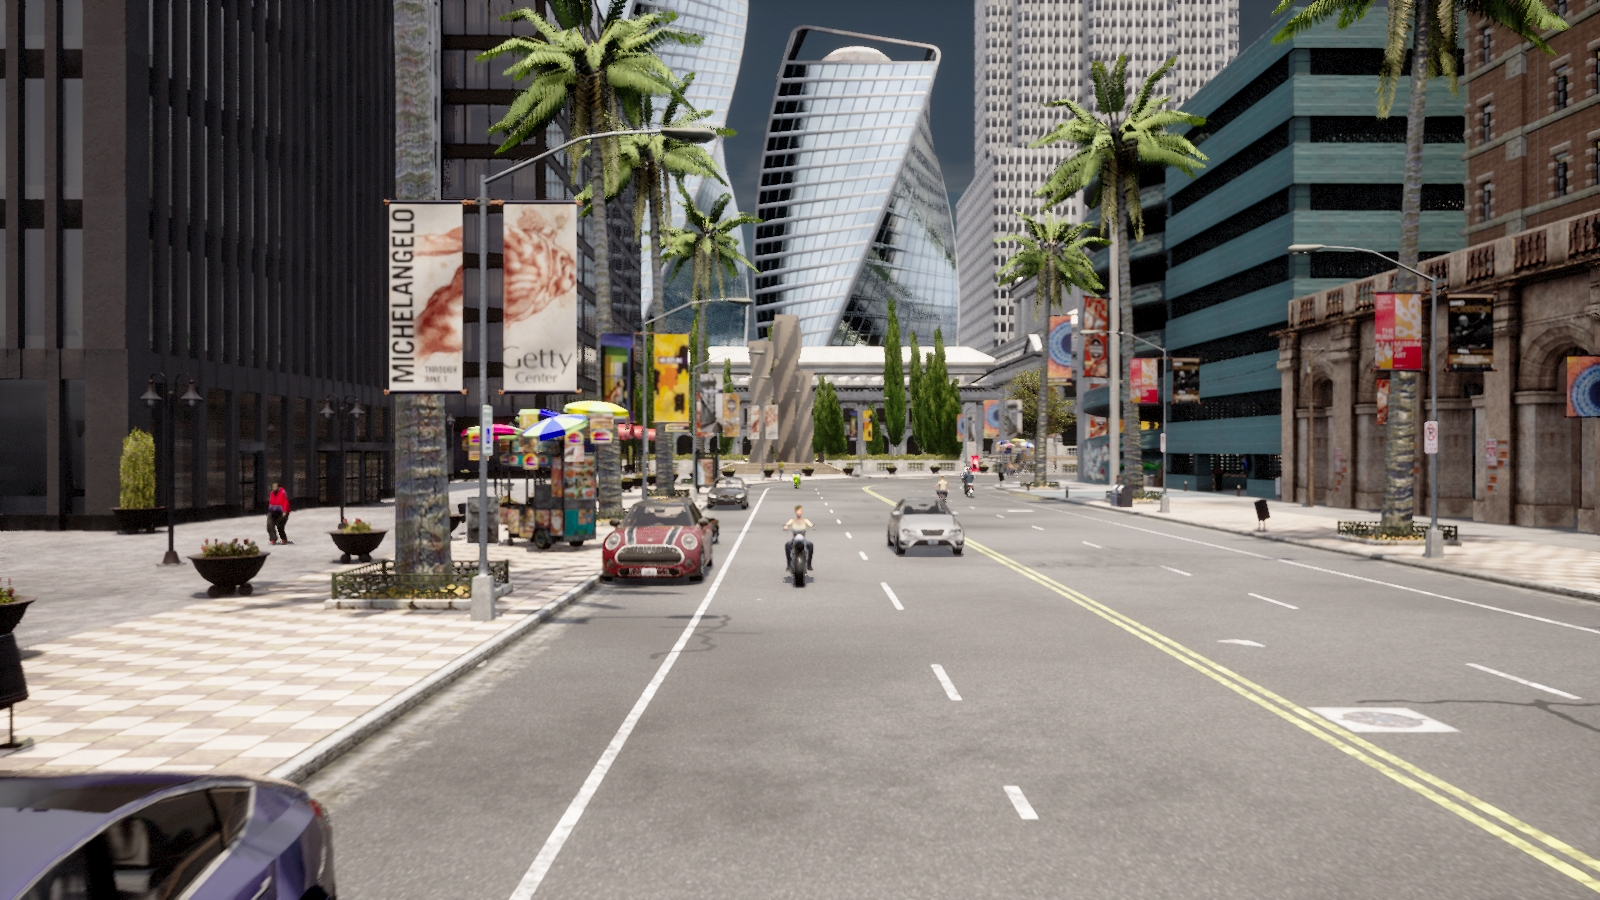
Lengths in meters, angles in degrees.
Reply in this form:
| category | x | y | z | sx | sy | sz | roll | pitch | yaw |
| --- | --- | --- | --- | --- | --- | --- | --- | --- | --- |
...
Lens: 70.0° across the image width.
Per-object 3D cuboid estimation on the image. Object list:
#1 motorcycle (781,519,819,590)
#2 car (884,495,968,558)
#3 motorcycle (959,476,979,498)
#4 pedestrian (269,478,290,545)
| category | x | y | z | sx | sy | sz | roll | pitch | yaw |
| --- | --- | --- | --- | --- | --- | --- | --- | --- | --- |
| motorcycle | -0.013 | 2.170 | 24.143 | 0.764 | 1.277 | 2.356 | 0 | 0 | 0 |
| car | 3.414 | 2.065 | 31.645 | 1.816 | 1.474 | 4.193 | 0 | 0 | -1 |
| motorcycle | 10.021 | 2.182 | 67.777 | 0.856 | 1.236 | 1.805 | 0 | 0 | -1 |
| pedestrian | -14.587 | 1.711 | 32.015 | 0.375 | 1.860 | 0.375 | 0 | 0 | 11 |
